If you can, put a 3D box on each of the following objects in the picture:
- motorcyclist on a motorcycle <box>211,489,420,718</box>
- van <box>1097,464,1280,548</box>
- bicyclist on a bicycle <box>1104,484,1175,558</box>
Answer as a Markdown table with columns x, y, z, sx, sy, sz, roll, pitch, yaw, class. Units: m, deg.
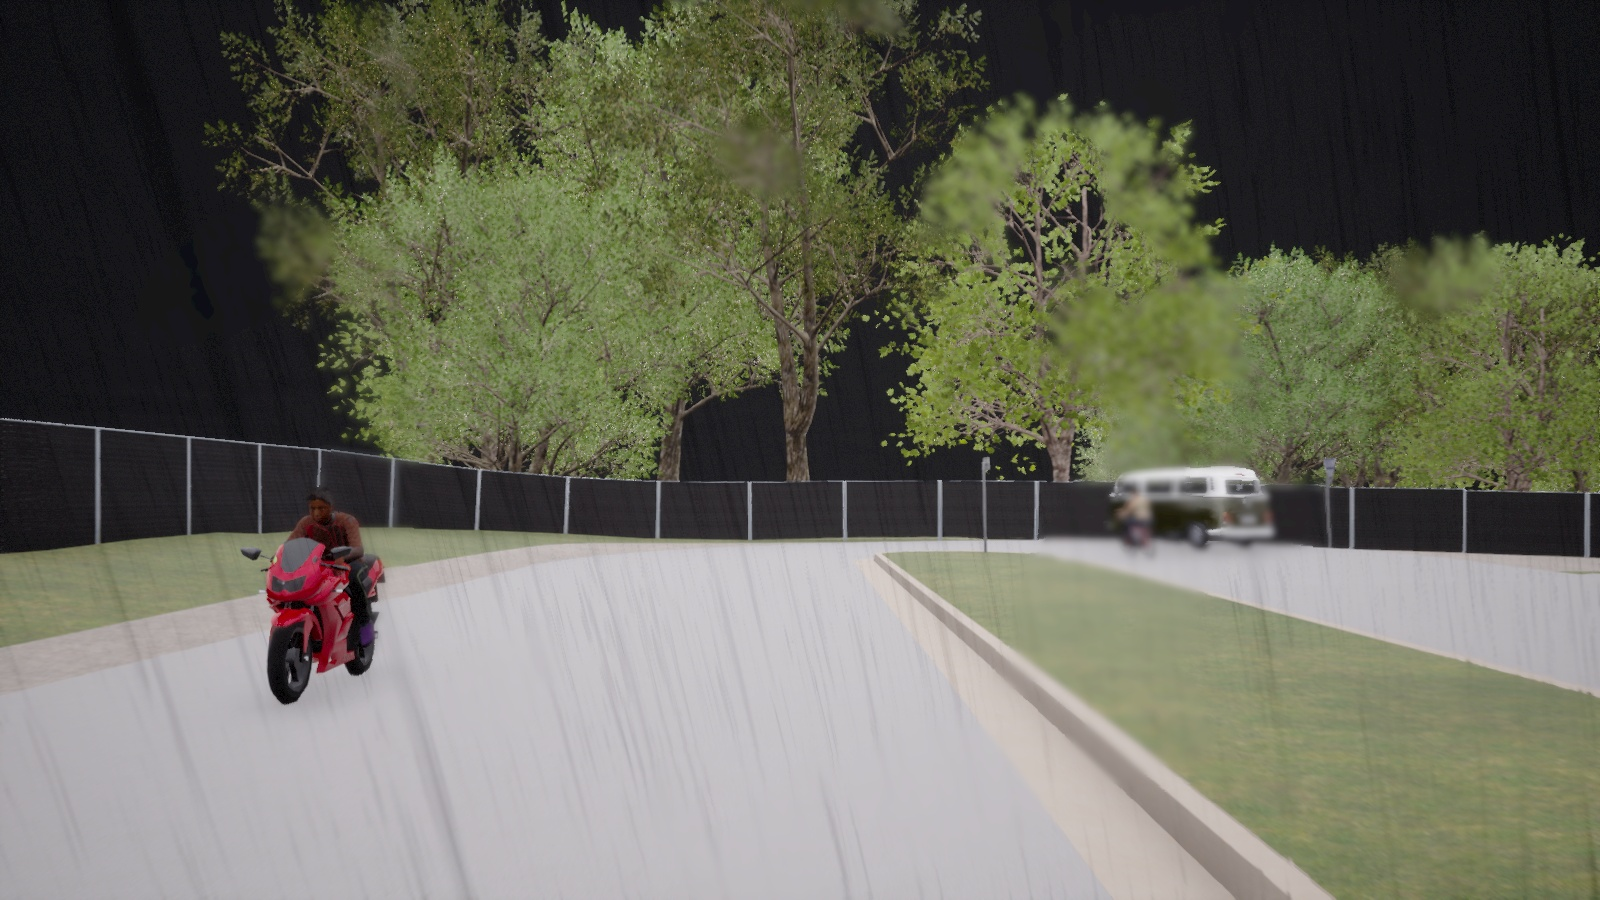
| x | y | z | sx | sy | sz | roll | pitch | yaw | class |
| --- | --- | --- | --- | --- | --- | --- | --- | --- | --- |
| -3.580 | 1.073 | 9.502 | 0.797 | 1.523 | 2.044 | -1 | -2 | 0 | motorcyclist on a motorcycle |
| 10.100 | 1.450 | 33.022 | 2.069 | 2.038 | 4.480 | 0 | -2 | -26 | van |
| 7.845 | 1.624 | 29.109 | 0.866 | 1.612 | 1.509 | -5 | -1 | -12 | bicyclist on a bicycle |
